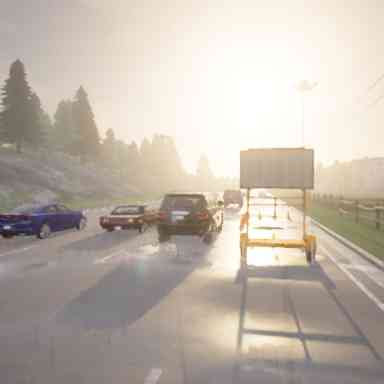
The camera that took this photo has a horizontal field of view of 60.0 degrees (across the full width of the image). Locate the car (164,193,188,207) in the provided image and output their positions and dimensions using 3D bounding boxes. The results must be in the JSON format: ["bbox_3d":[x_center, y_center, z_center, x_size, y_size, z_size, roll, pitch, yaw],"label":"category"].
[{"bbox_3d":[-1.882,0.889,40.501,1.837,1.490,4.892,0,1,11],"label":"car"}]

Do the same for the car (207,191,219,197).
[{"bbox_3d":[4.745,0.449,73.785,1.994,1.385,4.181,0,1,11],"label":"car"}]

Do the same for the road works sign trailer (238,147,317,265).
[{"bbox_3d":[2.810,0.302,11.200,2.380,3.560,2.880,0,1,11],"label":"road works sign trailer"}]

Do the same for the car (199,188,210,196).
[{"bbox_3d":[3.133,-0.059,83.460,2.097,1.767,4.553,0,1,11],"label":"car"}]

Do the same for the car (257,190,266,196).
[{"bbox_3d":[16.854,0.205,80.690,2.033,1.411,5.357,0,1,11],"label":"car"}]

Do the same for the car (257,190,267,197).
[{"bbox_3d":[14.872,0.490,70.888,1.812,1.442,4.674,0,1,11],"label":"car"}]

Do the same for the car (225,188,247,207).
[{"bbox_3d":[4.818,0.657,38.309,2.150,2.045,5.566,0,1,11],"label":"car"}]

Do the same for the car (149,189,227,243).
[{"bbox_3d":[0.093,0.995,14.935,2.150,2.045,5.566,0,1,11],"label":"car"}]

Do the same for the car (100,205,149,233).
[{"bbox_3d":[-2.954,1.327,17.541,1.895,1.301,4.718,0,1,11],"label":"car"}]

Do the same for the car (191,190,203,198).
[{"bbox_3d":[1.073,0.393,73.282,1.837,1.490,4.892,0,1,11],"label":"car"}]

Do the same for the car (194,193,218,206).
[{"bbox_3d":[1.819,0.876,41.142,2.128,1.511,4.902,0,1,11],"label":"car"}]

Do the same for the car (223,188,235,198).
[{"bbox_3d":[8.265,0.136,73.525,2.150,2.045,5.566,0,1,11],"label":"car"}]

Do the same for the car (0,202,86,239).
[{"bbox_3d":[-6.888,1.220,15.743,1.882,1.535,5.008,0,1,11],"label":"car"}]
